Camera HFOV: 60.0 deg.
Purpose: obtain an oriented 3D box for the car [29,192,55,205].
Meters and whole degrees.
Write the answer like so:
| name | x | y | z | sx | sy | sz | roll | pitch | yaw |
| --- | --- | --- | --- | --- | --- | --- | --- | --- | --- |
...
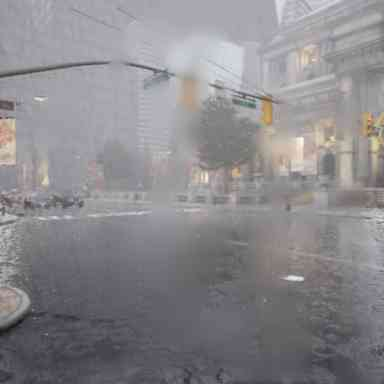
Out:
| name | x | y | z | sx | sy | sz | roll | pitch | yaw |
| --- | --- | --- | --- | --- | --- | --- | --- | --- | --- |
| car | -20.905 | 0.849 | 46.280 | 2.097 | 1.767 | 4.553 | -1 | 1 | -41 |

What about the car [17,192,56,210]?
| name | x | y | z | sx | sy | sz | roll | pitch | yaw |
| --- | --- | --- | --- | --- | --- | --- | --- | --- | --- |
| car | -17.013 | 1.097 | 36.323 | 2.128 | 1.511 | 4.902 | -1 | 1 | -40 |

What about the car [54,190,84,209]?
| name | x | y | z | sx | sy | sz | roll | pitch | yaw |
| --- | --- | --- | --- | --- | --- | --- | --- | --- | --- |
| car | -14.599 | 0.795 | 38.891 | 2.150 | 2.045 | 5.566 | -1 | 1 | -40 |

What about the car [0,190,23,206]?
| name | x | y | z | sx | sy | sz | roll | pitch | yaw |
| --- | --- | --- | --- | --- | --- | --- | --- | --- | --- |
| car | -23.380 | 0.750 | 43.847 | 2.150 | 2.045 | 5.566 | -1 | 1 | -41 |

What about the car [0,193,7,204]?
| name | x | y | z | sx | sy | sz | roll | pitch | yaw |
| --- | --- | --- | --- | --- | --- | --- | --- | --- | --- |
| car | -30.490 | 0.961 | 51.027 | 4.892 | 1.490 | 1.837 | 0 | 1 | 38 |
